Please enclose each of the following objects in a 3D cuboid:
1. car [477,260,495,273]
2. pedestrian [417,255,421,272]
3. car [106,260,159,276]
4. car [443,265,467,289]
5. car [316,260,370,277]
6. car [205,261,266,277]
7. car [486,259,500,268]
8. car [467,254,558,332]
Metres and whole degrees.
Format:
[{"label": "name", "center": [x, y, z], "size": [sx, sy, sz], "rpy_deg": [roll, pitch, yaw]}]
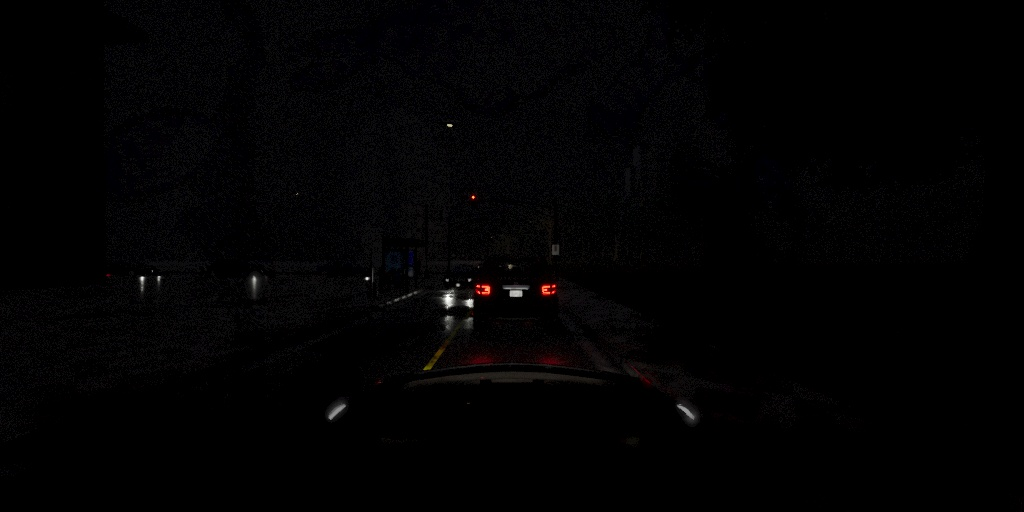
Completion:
[{"label": "car", "center": [-3.085, 1.236, 42.775], "size": [1.812, 1.442, 4.674], "rpy_deg": [0, 0, 0]}, {"label": "pedestrian", "center": [-10.071, 0.800, 38.828], "size": [0.375, 1.860, 0.375], "rpy_deg": [0, 0, 1]}, {"label": "car", "center": [-35.716, 1.146, 33.263], "size": [4.892, 1.490, 1.837], "rpy_deg": [0, 1, 2]}, {"label": "car", "center": [-3.092, 1.284, 23.210], "size": [2.033, 1.411, 5.357], "rpy_deg": [0, 0, 0]}, {"label": "car", "center": [-15.157, 1.176, 32.728], "size": [5.008, 1.535, 1.882], "rpy_deg": [0, 0, 0]}, {"label": "car", "center": [-25.343, 1.175, 32.986], "size": [4.892, 1.490, 1.837], "rpy_deg": [0, 1, 1]}, {"label": "car", "center": [-3.067, 1.249, 58.083], "size": [1.994, 1.385, 4.181], "rpy_deg": [0, 0, 0]}, {"label": "car", "center": [0.099, 0.968, 11.039], "size": [2.150, 2.045, 5.566], "rpy_deg": [0, 0, 0]}]
